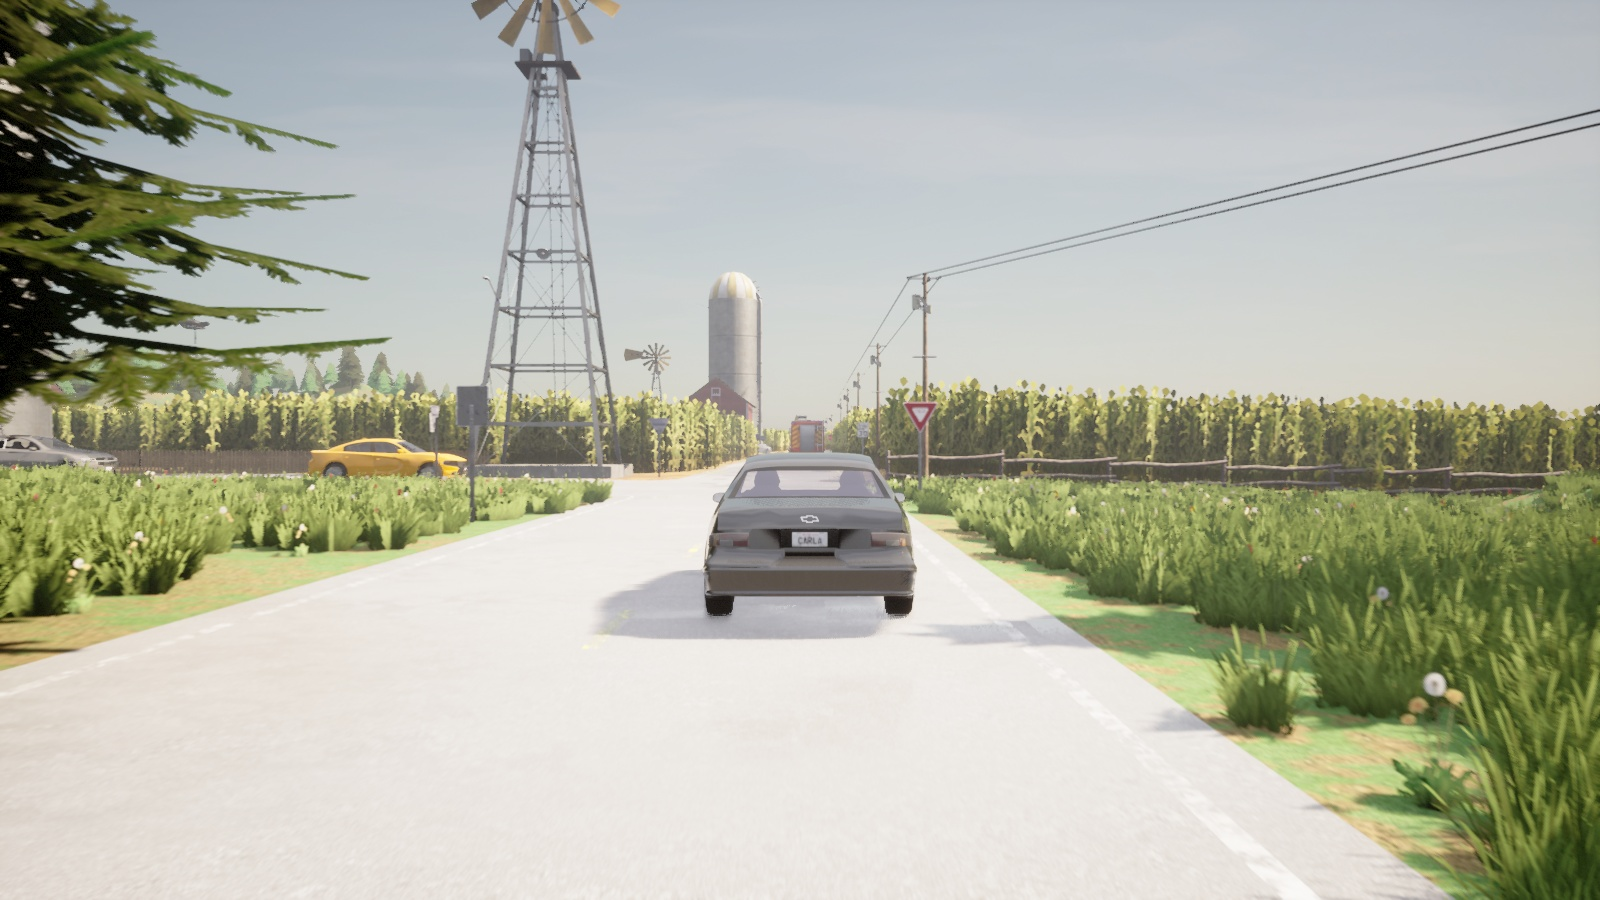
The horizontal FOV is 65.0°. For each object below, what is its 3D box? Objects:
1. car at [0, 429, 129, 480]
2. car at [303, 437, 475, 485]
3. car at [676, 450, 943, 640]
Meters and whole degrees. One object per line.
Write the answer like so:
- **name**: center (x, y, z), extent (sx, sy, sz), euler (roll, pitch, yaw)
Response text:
- **car**: center (-25.095, 0.133, 41.190), extent (5.027, 1.651, 2.152), euler (0, 0, 1)
- **car**: center (-13.371, 0.342, 41.013), extent (5.008, 1.535, 1.882), euler (0, 0, 1)
- **car**: center (0.086, 0.725, 12.254), extent (2.033, 1.411, 5.357), euler (0, 0, 0)
